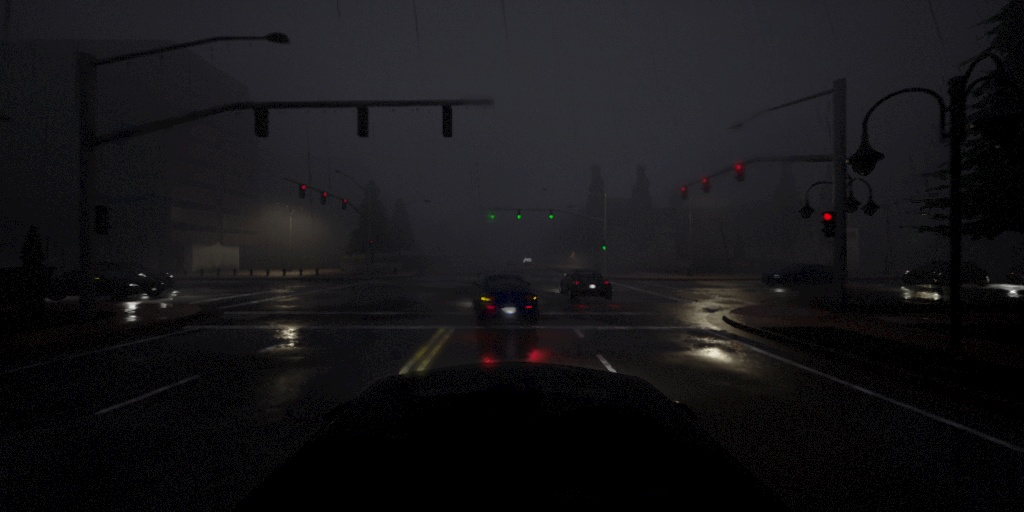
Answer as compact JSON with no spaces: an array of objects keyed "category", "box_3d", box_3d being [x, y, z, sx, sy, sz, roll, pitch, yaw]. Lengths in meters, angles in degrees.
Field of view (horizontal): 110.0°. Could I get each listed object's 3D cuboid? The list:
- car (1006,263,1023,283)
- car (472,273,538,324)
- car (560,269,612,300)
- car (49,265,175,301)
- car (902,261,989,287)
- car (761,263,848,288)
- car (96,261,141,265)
[{"category":"car","box_3d":[39.452,1.277,26.956,4.902,1.511,2.128,0,0,-21]},{"category":"car","box_3d":[-0.322,1.290,11.928,1.812,1.442,4.674,0,0,-7]},{"category":"car","box_3d":[3.597,1.337,18.002,1.994,1.385,4.181,0,0,0]},{"category":"car","box_3d":[-19.323,1.298,17.040,4.674,1.442,1.812,0,0,0]},{"category":"car","box_3d":[29.488,1.134,24.479,4.553,1.767,2.097,0,0,-9]},{"category":"car","box_3d":[19.364,1.259,23.900,5.008,1.535,1.882,0,0,-1]},{"category":"car","box_3d":[-22.207,1.129,20.518,4.553,1.767,2.097,0,0,0]}]
